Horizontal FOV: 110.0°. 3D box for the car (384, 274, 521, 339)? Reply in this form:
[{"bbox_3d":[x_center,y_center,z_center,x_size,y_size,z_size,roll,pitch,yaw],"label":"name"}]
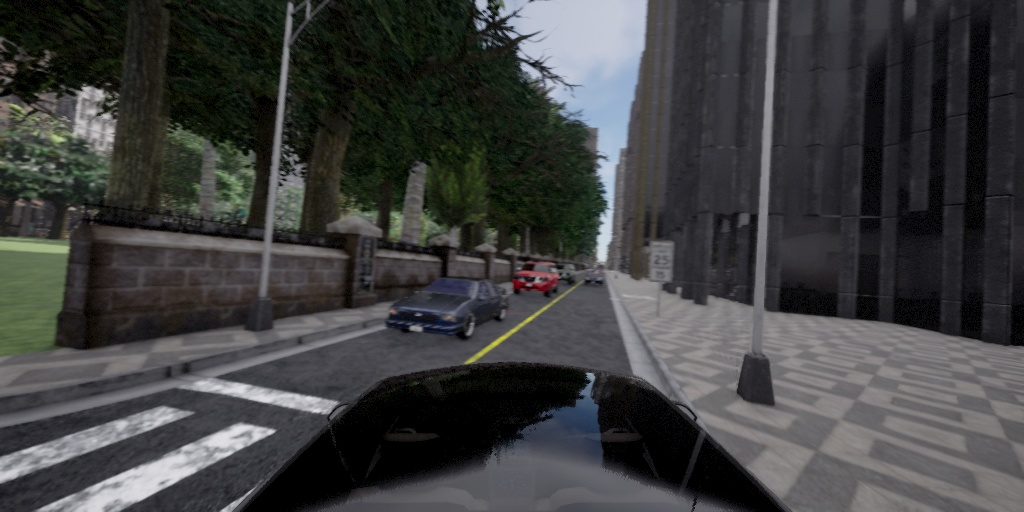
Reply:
[{"bbox_3d":[-1.464,1.312,10.564,2.033,1.411,5.357,4,-1,14],"label":"car"}]

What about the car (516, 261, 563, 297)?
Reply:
[{"bbox_3d":[1.654,1.372,22.862,2.150,2.045,5.566,4,-1,14],"label":"car"}]

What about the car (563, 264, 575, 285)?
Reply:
[{"bbox_3d":[5.303,1.812,37.159,2.150,2.045,5.566,4,-1,15],"label":"car"}]

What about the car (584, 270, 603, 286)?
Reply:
[{"bbox_3d":[8.860,2.451,38.690,1.895,1.301,4.718,4,-1,15],"label":"car"}]
